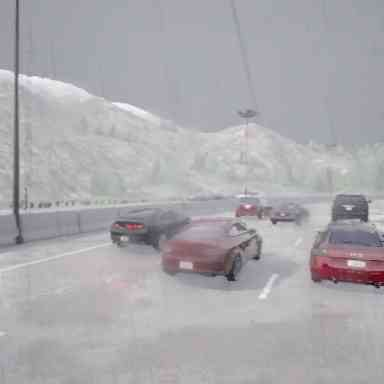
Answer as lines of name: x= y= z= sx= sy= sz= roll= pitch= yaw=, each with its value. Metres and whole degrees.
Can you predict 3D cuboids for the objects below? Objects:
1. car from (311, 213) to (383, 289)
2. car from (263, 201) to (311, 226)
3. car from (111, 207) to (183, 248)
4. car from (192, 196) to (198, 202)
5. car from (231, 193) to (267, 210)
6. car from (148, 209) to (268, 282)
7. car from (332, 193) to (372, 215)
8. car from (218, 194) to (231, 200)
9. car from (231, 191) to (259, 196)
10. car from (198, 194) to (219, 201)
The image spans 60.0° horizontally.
car: x=4.355 y=1.520 z=9.070 sx=1.994 sy=1.385 sz=4.181 roll=1 pitch=0 yaw=23
car: x=6.720 y=1.419 z=22.439 sx=2.033 sy=1.411 sz=5.357 roll=1 pitch=1 yaw=28
car: x=-1.300 y=1.389 z=13.590 sx=1.837 sy=1.490 sz=4.892 roll=1 pitch=0 yaw=24
car: x=1.830 y=1.121 z=60.169 sx=1.994 sy=1.385 sz=4.181 roll=1 pitch=1 yaw=38
car: x=5.233 y=1.179 z=26.949 sx=2.097 sy=1.767 sz=4.553 roll=1 pitch=0 yaw=29
car: x=0.766 y=1.455 z=9.578 sx=1.812 sy=1.442 sz=4.674 roll=1 pitch=1 yaw=23
car: x=11.180 y=1.117 z=23.290 sx=2.150 sy=2.045 sz=5.566 roll=1 pitch=1 yaw=29
car: x=6.748 y=1.191 z=55.102 sx=1.994 sy=1.385 sz=4.181 roll=1 pitch=1 yaw=37
car: x=8.795 y=0.884 z=52.056 sx=2.150 sy=2.045 sz=5.566 roll=1 pitch=0 yaw=37
car: x=3.733 y=1.072 z=56.906 sx=1.882 sy=1.535 sz=5.008 roll=1 pitch=0 yaw=37
